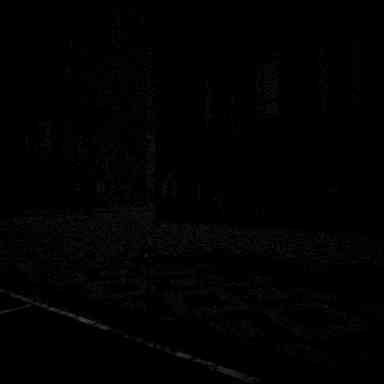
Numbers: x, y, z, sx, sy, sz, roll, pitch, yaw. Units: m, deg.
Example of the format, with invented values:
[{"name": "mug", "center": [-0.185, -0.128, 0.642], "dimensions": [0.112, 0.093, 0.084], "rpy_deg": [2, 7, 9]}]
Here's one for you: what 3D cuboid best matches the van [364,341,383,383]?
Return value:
[{"name": "van", "center": [2.713, 1.341, 1.049], "dimensions": [3.998, 1.788, 1.690], "rpy_deg": [0, 0, 35]}]
